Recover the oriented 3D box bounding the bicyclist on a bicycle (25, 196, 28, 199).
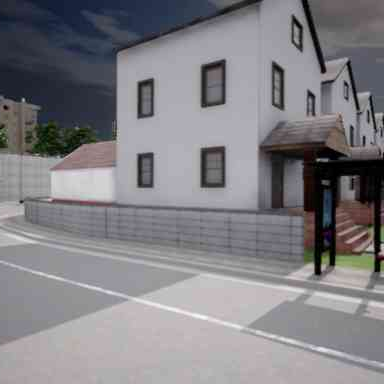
[{"bbox_3d":[-18.425,1.241,37.099,0.582,1.620,1.656,0,0,-14],"label":"bicyclist on a bicycle"}]
